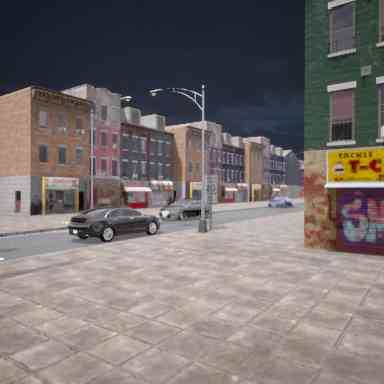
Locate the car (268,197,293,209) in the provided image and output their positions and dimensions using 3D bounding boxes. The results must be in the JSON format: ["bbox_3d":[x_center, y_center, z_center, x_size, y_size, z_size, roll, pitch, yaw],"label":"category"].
[{"bbox_3d":[11.114,1.302,41.525,1.812,1.442,4.674,0,0,36],"label":"car"}]

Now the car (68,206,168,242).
[{"bbox_3d":[-3.580,1.443,16.193,1.837,1.490,4.892,0,0,36],"label":"car"}]

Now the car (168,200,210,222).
[{"bbox_3d":[-0.492,1.369,25.392,2.128,1.511,4.902,0,0,36],"label":"car"}]
